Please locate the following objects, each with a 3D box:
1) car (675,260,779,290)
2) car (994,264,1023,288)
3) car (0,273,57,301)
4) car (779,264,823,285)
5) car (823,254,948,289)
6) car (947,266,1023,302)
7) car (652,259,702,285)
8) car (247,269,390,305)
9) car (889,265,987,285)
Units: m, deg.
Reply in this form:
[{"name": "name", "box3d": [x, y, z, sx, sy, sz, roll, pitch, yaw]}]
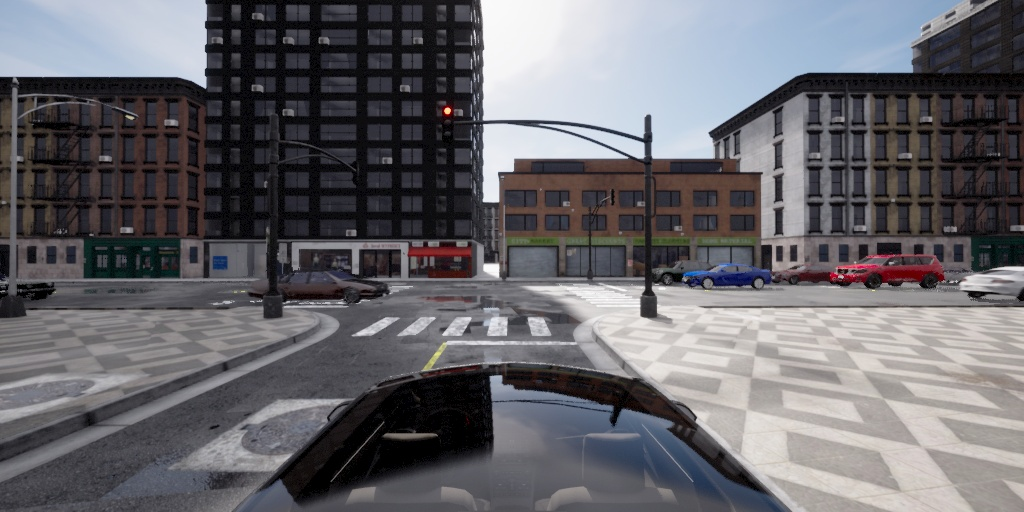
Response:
[{"name": "car", "box3d": [13.096, 1.210, 22.031, 5.008, 1.535, 1.882, 0, 0, -2]}, {"name": "car", "box3d": [33.245, 1.216, 22.102, 4.674, 1.442, 1.812, 0, 0, 0]}, {"name": "car", "box3d": [-22.676, 1.349, 15.216, 4.718, 1.301, 1.895, 0, 0, 0]}, {"name": "car", "box3d": [20.784, 1.268, 25.303, 4.674, 1.442, 1.812, 0, 0, 0]}, {"name": "car", "box3d": [23.022, 0.933, 22.076, 5.566, 2.045, 2.150, 0, 0, 0]}, {"name": "car", "box3d": [22.211, 1.185, 15.372, 4.674, 1.442, 1.812, 0, 0, 0]}, {"name": "car", "box3d": [11.957, 1.113, 25.289, 4.553, 1.767, 2.097, 0, 0, 0]}, {"name": "car", "box3d": [-8.100, 1.268, 15.267, 5.357, 1.411, 2.033, 0, 0, 0]}, {"name": "car", "box3d": [29.988, 1.324, 25.340, 4.718, 1.301, 1.895, 0, 0, 0]}]
